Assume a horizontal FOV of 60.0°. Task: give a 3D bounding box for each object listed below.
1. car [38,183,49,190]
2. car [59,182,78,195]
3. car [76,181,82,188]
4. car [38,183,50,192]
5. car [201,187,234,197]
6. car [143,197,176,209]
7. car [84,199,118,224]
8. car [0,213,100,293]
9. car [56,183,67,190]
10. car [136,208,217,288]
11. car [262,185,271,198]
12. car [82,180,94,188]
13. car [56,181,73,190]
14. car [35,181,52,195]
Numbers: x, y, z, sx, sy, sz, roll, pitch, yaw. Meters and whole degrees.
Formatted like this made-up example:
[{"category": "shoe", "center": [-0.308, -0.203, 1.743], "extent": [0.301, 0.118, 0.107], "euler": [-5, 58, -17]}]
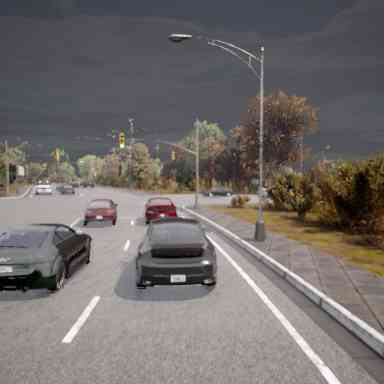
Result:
[{"category": "car", "center": [-31.891, -1.213, 71.314], "extent": [2.033, 1.411, 5.357], "euler": [-1, 3, -25]}, {"category": "car", "center": [-19.819, -0.374, 53.106], "extent": [1.812, 1.442, 4.674], "euler": [-1, 3, -23]}, {"category": "car", "center": [-29.022, -1.727, 81.718], "extent": [1.837, 1.490, 4.892], "euler": [-1, 3, -25]}, {"category": "car", "center": [-27.459, -0.837, 61.740], "extent": [1.882, 1.535, 5.008], "euler": [-1, 3, -24]}, {"category": "car", "center": [3.735, -0.012, 48.506], "extent": [4.892, 1.490, 1.837], "euler": [0, 2, -22]}, {"category": "car", "center": [-2.105, 1.084, 21.424], "extent": [1.882, 1.535, 5.008], "euler": [0, 2, -9]}, {"category": "car", "center": [-5.644, 1.161, 20.792], "extent": [1.812, 1.442, 4.674], "euler": [-1, 2, -12]}, {"category": "car", "center": [-3.973, 1.517, 8.799], "extent": [1.994, 1.385, 4.181], "euler": [0, 1, -4]}, {"category": "car", "center": [-27.808, -1.139, 70.842], "extent": [1.895, 1.301, 4.718], "euler": [-1, 3, -25]}, {"category": "car", "center": [-0.477, 1.445, 9.126], "extent": [1.837, 1.490, 4.892], "euler": [0, 1, -5]}, {"category": "car", "center": [13.069, -0.114, 52.203], "extent": [5.566, 2.045, 2.150], "euler": [2, 2, -22]}, {"category": "car", "center": [-25.863, -2.073, 83.211], "extent": [2.150, 2.045, 5.566], "euler": [-1, 3, -25]}, {"category": "car", "center": [-23.546, -0.802, 61.567], "extent": [1.837, 1.490, 4.892], "euler": [-1, 3, -24]}, {"category": "car", "center": [-23.460, -0.661, 52.704], "extent": [2.150, 2.045, 5.566], "euler": [-1, 3, -24]}]
